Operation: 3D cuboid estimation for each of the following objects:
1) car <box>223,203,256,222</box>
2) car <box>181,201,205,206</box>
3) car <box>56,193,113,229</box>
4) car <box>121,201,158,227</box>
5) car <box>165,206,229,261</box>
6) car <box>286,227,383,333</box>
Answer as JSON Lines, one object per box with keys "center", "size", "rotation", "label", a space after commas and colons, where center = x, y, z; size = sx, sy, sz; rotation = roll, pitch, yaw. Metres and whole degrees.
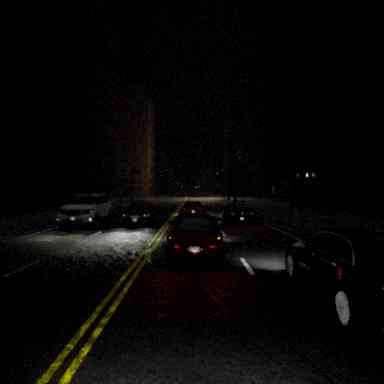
{"center": [3.330, 1.459, 24.289], "size": [1.895, 1.301, 4.718], "rotation": [0, 0, 0], "label": "car"}
{"center": [0.086, 1.408, 26.822], "size": [1.994, 1.385, 4.181], "rotation": [0, 0, 0], "label": "car"}
{"center": [-6.601, 1.099, 21.167], "size": [2.150, 2.045, 5.566], "rotation": [0, 0, 0], "label": "car"}
{"center": [-3.351, 1.364, 21.930], "size": [2.128, 1.511, 4.902], "rotation": [0, 0, 0], "label": "car"}
{"center": [0.093, 1.455, 11.790], "size": [1.812, 1.442, 4.674], "rotation": [0, 0, 0], "label": "car"}
{"center": [3.318, 1.464, 6.704], "size": [1.837, 1.490, 4.892], "rotation": [0, 0, 0], "label": "car"}
